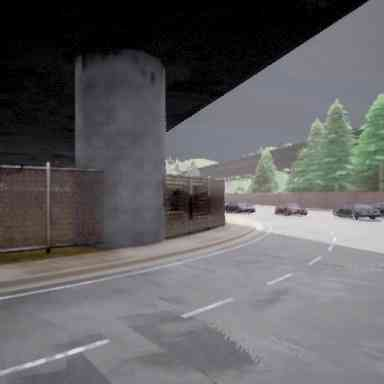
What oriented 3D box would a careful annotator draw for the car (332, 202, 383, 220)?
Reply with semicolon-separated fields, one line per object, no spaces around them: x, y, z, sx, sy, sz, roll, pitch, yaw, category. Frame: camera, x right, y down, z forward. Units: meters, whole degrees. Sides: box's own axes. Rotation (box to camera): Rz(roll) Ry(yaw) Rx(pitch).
14.651;1.714;29.869;2.033;1.411;5.357;0;0;-3;car

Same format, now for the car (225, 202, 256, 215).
5.536;1.839;38.941;2.033;1.411;5.357;0;-1;-17;car

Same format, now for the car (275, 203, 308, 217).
10.234;1.793;34.470;1.994;1.385;4.181;0;0;-12;car
